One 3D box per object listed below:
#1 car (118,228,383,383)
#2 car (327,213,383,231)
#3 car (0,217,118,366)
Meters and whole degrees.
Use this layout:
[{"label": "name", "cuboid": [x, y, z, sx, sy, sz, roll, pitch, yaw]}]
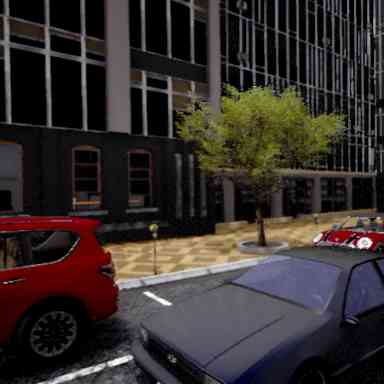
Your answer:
[{"label": "car", "cuboid": [1.912, 1.535, 4.738, 5.357, 1.411, 2.033, 0, 0, -35]}, {"label": "car", "cuboid": [5.647, 1.409, 10.616, 4.097, 1.590, 1.967, 0, -1, -35]}, {"label": "car", "cuboid": [-3.419, 1.317, 4.264, 5.009, 1.841, 2.192, 0, -1, -35]}]
